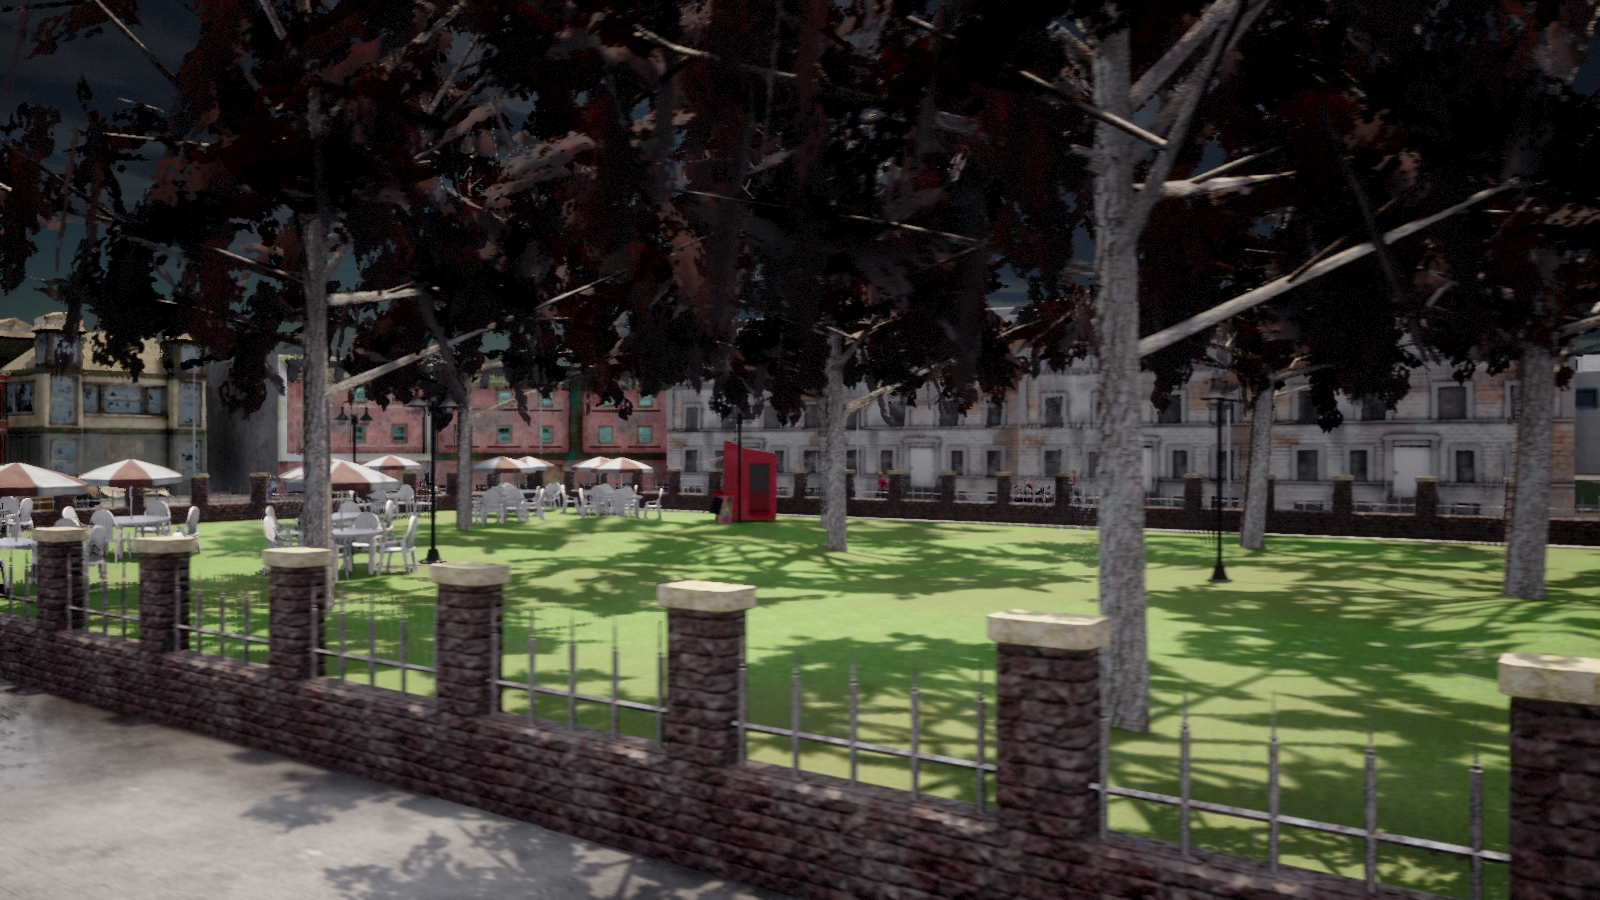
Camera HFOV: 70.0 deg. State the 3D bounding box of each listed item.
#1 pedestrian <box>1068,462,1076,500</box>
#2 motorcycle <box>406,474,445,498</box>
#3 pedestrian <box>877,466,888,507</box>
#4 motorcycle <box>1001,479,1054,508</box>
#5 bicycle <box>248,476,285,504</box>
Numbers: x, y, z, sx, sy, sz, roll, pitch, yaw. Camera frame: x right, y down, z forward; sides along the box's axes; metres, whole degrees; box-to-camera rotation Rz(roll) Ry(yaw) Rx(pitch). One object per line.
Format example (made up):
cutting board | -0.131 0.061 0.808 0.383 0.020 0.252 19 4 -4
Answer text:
pedestrian | 13.313 1.525 55.893 0.375 1.860 0.375 0 0 20
motorcycle | -20.619 1.966 62.917 1.805 1.236 0.856 0 1 -44
pedestrian | 3.703 1.630 51.301 0.375 1.860 0.375 0 0 38
motorcycle | 10.418 1.986 52.361 2.209 1.251 0.867 0 0 35
bicycle | -26.010 1.938 55.710 0.373 1.296 1.643 0 0 35
